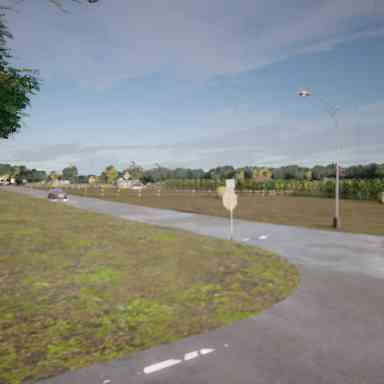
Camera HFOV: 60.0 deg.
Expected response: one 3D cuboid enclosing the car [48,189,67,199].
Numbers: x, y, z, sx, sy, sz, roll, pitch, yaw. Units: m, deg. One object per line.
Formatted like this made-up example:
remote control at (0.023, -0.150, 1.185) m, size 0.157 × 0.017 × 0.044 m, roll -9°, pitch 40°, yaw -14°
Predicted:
car at (-19.900, 0.237, 49.026) m, size 1.812 × 1.442 × 4.674 m, roll -1°, pitch 3°, yaw -36°
